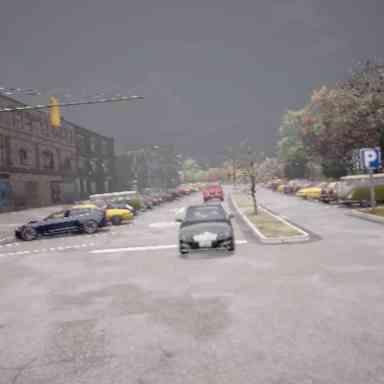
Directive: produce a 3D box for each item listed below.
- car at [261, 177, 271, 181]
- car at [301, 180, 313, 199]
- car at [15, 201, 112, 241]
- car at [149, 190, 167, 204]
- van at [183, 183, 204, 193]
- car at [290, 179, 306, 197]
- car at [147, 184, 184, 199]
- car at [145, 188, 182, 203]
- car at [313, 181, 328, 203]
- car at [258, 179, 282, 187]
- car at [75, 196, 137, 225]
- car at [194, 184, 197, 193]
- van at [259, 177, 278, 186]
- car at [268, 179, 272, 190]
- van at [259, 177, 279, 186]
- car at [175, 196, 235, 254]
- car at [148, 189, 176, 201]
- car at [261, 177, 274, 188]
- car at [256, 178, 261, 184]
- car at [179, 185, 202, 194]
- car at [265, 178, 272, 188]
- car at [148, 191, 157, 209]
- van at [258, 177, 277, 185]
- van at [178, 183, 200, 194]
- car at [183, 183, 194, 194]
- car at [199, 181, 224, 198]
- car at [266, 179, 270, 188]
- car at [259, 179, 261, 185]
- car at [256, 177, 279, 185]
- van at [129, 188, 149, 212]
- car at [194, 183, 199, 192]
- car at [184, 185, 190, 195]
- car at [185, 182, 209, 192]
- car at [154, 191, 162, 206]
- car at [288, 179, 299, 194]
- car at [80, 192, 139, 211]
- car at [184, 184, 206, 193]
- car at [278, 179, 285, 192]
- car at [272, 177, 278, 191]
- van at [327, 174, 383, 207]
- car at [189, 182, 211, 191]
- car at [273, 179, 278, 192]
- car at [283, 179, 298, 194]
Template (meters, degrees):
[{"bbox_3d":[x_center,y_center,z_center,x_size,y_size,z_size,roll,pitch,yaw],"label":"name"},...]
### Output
[{"bbox_3d":[16.097,-1.656,62.679,4.553,1.767,2.185,-4,2,-11],"label":"car"},{"bbox_3d":[12.200,-0.148,27.464,5.366,1.575,1.946,-4,2,-15],"label":"car"},{"bbox_3d":[-7.110,1.656,18.346,4.792,1.488,2.163,-6,2,-17],"label":"car"},{"bbox_3d":[-5.500,0.996,36.346,4.674,1.452,2.002,-6,1,-15],"label":"car"},{"bbox_3d":[0.306,-0.983,78.193,4.442,1.987,1.878,-6,1,-11],"label":"van"},{"bbox_3d":[12.093,-0.231,30.312,5.366,1.575,1.946,-4,2,-15],"label":"car"},{"bbox_3d":[-4.541,0.358,45.354,5.566,2.045,2.435,-6,1,-14],"label":"car"},{"bbox_3d":[-4.195,0.494,48.350,5.008,1.535,2.097,-6,1,-13],"label":"car"},{"bbox_3d":[11.750,-0.146,24.454,4.553,1.767,2.185,-4,2,-15],"label":"car"},{"bbox_3d":[18.767,-2.280,80.248,5.366,1.575,1.946,-4,2,-11],"label":"car"},{"bbox_3d":[-6.564,1.482,21.353,5.366,1.575,1.946,-6,1,-16],"label":"car"},{"bbox_3d":[-2.136,-0.114,63.301,4.892,1.521,2.231,-6,2,-11],"label":"car"},{"bbox_3d":[19.782,-2.761,86.123,4.442,1.987,1.878,-4,2,-11],"label":"van"},{"bbox_3d":[14.111,-0.926,48.023,5.008,1.535,2.097,-4,2,-13],"label":"car"},{"bbox_3d":[19.302,-2.634,83.186,4.442,1.987,1.878,-4,2,-11],"label":"van"},{"bbox_3d":[0.519,1.222,12.503,2.128,1.511,4.902,-4,2,3],"label":"car"},{"bbox_3d":[-4.875,0.767,42.346,4.674,1.452,2.002,-6,2,-14],"label":"car"},{"bbox_3d":[15.691,-1.408,59.758,5.008,1.535,2.097,-4,2,-11],"label":"car"},{"bbox_3d":[17.524,-2.162,71.482,5.566,2.045,2.435,-4,2,-11],"label":"car"},{"bbox_3d":[-0.297,-0.587,75.196,4.792,1.488,2.163,-6,2,-11],"label":"car"},{"bbox_3d":[14.909,-1.138,53.905,4.792,1.488,2.163,-4,2,-12],"label":"car"},{"bbox_3d":[-6.058,1.180,30.331,4.892,1.521,2.231,-6,1,-15],"label":"car"},{"bbox_3d":[20.260,-2.888,89.058,4.442,1.987,1.878,-4,2,-10],"label":"van"},{"bbox_3d":[-0.660,-0.728,72.252,4.442,1.987,1.878,-6,1,-11],"label":"van"},{"bbox_3d":[-2.577,-0.117,60.311,4.553,1.767,2.185,-6,2,-12],"label":"car"},{"bbox_3d":[2.411,0.018,37.753,2.150,2.045,5.566,-4,2,6],"label":"car"},{"bbox_3d":[14.460,-1.013,50.947,4.792,1.488,2.163,-4,2,-12],"label":"car"},{"bbox_3d":[16.579,-1.656,65.620,4.892,1.521,2.231,-4,2,-11],"label":"car"},{"bbox_3d":[20.882,-3.051,92.023,5.566,2.045,2.435,-4,2,-11],"label":"car"},{"bbox_3d":[-6.210,1.052,27.349,4.442,1.987,1.878,-6,1,-16],"label":"van"},{"bbox_3d":[-1.703,-0.238,66.287,5.008,1.535,2.097,-6,1,-11],"label":"car"},{"bbox_3d":[-3.420,0.254,54.333,5.008,1.535,2.097,-6,2,-12],"label":"car"},{"bbox_3d":[1.139,-1.250,84.085,5.566,2.045,2.435,-6,2,-11],"label":"car"},{"bbox_3d":[-5.777,1.107,33.336,4.674,1.452,2.002,-6,2,-15],"label":"car"},{"bbox_3d":[12.534,-0.312,33.314,4.674,1.452,2.002,-4,2,-14],"label":"car"},{"bbox_3d":[-6.571,1.274,24.302,4.553,1.767,2.185,-6,1,-16],"label":"car"},{"bbox_3d":[0.698,-0.875,81.140,5.008,1.535,2.097,-6,1,-10],"label":"car"},{"bbox_3d":[13.076,-0.701,39.192,4.553,1.767,2.185,-4,2,-14],"label":"car"},{"bbox_3d":[13.789,-0.936,45.083,4.553,1.767,2.185,-4,2,-13],"label":"car"},{"bbox_3d":[11.453,-0.134,21.473,4.442,1.987,1.878,-4,2,-16],"label":"van"},{"bbox_3d":[2.114,-1.506,90.009,5.566,2.045,2.435,-6,2,-10],"label":"car"},{"bbox_3d":[13.611,-0.709,42.190,5.366,1.575,1.946,-4,2,-13],"label":"car"},{"bbox_3d":[12.814,-0.424,36.260,4.674,1.452,2.002,-4,2,-14],"label":"car"}]
